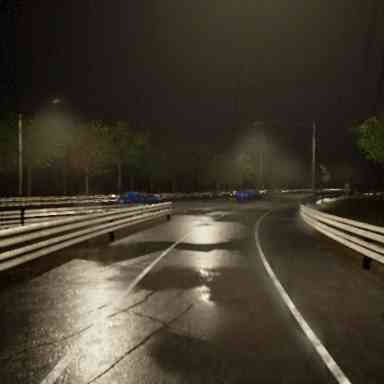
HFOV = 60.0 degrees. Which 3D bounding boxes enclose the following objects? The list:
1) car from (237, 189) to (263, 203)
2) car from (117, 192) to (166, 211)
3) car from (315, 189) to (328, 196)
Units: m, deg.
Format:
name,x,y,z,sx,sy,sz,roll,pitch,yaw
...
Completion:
name,x,y,z,sx,sy,sz,roll,pitch,yaw
car,8.994,0.588,51.604,2.150,2.045,5.566,1,2,37
car,-4.937,1.011,33.118,2.150,2.045,5.566,1,2,37
car,31.908,0.034,81.986,2.097,1.767,4.553,1,1,37
